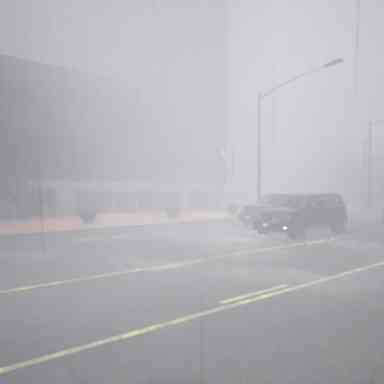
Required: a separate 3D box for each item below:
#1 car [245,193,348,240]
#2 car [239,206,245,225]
[{"bbox_3d":[5.536,1.094,16.596,5.566,2.045,2.150,-1,0,-36],"label":"car"},{"bbox_3d":[5.489,1.074,20.861,5.566,2.045,2.150,-1,0,-35],"label":"car"}]
